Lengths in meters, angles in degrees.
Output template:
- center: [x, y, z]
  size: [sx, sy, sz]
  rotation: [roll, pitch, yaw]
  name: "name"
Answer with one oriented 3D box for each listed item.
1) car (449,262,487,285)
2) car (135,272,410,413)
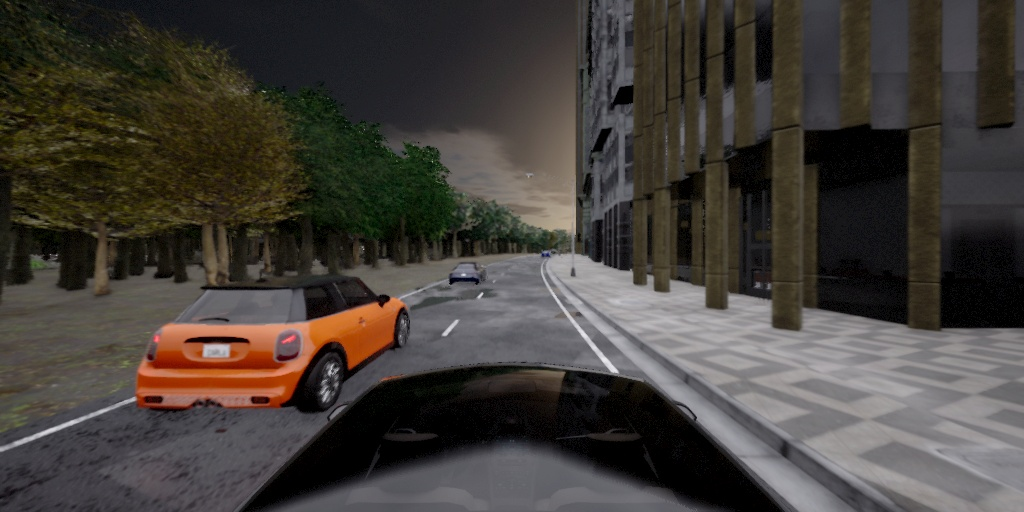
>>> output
- center: [-2.854, 1.069, 23.771]
  size: [1.994, 1.385, 4.181]
  rotation: [0, 1, 3]
  name: "car"
- center: [-3.346, 1.093, 6.204]
  size: [2.097, 1.767, 4.553]
  rotation: [0, 0, 0]
  name: "car"
